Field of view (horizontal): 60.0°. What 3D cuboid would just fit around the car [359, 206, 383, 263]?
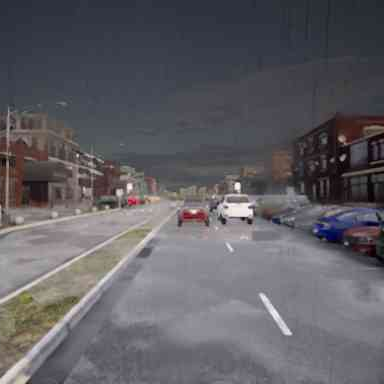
[{"bbox_3d":[7.677,1.202,8.361,5.566,2.045,2.435,0,0,0],"label":"car"}]

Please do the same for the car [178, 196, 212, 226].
[{"bbox_3d":[0.114,1.362,23.638,2.097,1.767,4.553,0,0,0],"label":"car"}]

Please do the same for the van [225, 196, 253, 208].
[{"bbox_3d":[7.811,1.609,55.226,4.442,1.987,1.878,0,-1,0],"label":"van"}]

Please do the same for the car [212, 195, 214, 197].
[{"bbox_3d":[7.690,1.912,82.808,4.553,1.767,2.185,0,0,0],"label":"car"}]

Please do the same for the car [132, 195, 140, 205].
[{"bbox_3d":[-12.870,1.636,60.710,5.566,2.045,2.435,0,-1,0],"label":"car"}]

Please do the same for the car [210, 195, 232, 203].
[{"bbox_3d":[7.755,1.813,88.323,5.566,2.045,2.435,0,0,0],"label":"car"}]

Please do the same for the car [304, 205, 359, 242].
[{"bbox_3d":[7.649,1.453,13.874,5.008,1.535,2.097,0,0,0],"label":"car"}]

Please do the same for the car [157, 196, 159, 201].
[{"bbox_3d":[-12.915,2.085,94.182,5.366,1.575,1.946,0,0,0],"label":"car"}]

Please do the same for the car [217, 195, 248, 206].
[{"bbox_3d":[7.674,1.661,63.502,5.566,2.045,2.435,0,0,0],"label":"car"}]

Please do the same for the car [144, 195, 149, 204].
[{"bbox_3d":[-12.764,1.722,71.945,5.566,2.045,2.435,0,0,0],"label":"car"}]

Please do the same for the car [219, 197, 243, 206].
[{"bbox_3d":[7.736,1.810,66.259,4.553,1.767,2.185,0,0,0],"label":"car"}]

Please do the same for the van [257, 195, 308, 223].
[{"bbox_3d":[7.783,1.292,27.534,4.442,1.987,1.878,0,-1,0],"label":"van"}]

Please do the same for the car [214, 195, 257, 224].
[{"bbox_3d":[3.115,1.235,24.865,2.150,2.045,5.566,0,-1,1],"label":"car"}]

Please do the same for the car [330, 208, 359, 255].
[{"bbox_3d":[7.656,1.451,11.118,5.008,1.535,2.097,0,0,0],"label":"car"}]

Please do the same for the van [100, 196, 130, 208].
[{"bbox_3d":[-12.756,1.608,55.149,4.442,1.987,1.878,0,-1,0],"label":"van"}]

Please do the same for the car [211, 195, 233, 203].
[{"bbox_3d":[7.696,1.800,85.566,5.566,2.045,2.435,0,0,0],"label":"car"}]

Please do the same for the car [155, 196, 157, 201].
[{"bbox_3d":[-12.751,2.056,88.625,5.008,1.535,2.097,0,0,0],"label":"car"}]

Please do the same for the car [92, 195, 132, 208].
[{"bbox_3d":[-12.918,1.552,52.374,5.566,2.045,2.435,0,-1,0],"label":"car"}]

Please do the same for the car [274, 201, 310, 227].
[{"bbox_3d":[7.666,1.470,19.386,4.892,1.521,2.231,0,0,0],"label":"car"}]

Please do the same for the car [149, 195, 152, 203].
[{"bbox_3d":[-12.765,2.019,80.162,5.008,1.535,2.097,0,0,0],"label":"car"}]

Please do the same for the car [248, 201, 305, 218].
[{"bbox_3d":[7.673,1.583,30.409,4.674,1.452,2.002,0,-1,0],"label":"car"}]

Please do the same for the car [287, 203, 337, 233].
[{"bbox_3d":[7.662,1.460,16.630,4.892,1.521,2.231,0,0,0],"label":"car"}]

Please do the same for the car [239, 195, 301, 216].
[{"bbox_3d":[7.644,1.319,33.171,5.566,2.045,2.435,0,-1,0],"label":"car"}]

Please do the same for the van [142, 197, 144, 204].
[{"bbox_3d":[-12.921,1.729,69.046,4.442,1.987,1.878,0,0,0],"label":"van"}]

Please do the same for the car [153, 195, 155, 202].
[{"bbox_3d":[-12.760,2.045,85.721,4.892,1.521,2.231,0,0,0],"label":"car"}]

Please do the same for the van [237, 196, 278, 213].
[{"bbox_3d":[7.561,1.410,38.682,4.442,1.987,1.878,0,-1,0],"label":"van"}]

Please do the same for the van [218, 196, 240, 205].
[{"bbox_3d":[7.591,1.730,69.018,4.442,1.987,1.878,0,0,0],"label":"van"}]

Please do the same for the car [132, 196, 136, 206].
[{"bbox_3d":[-12.829,1.892,58.054,4.792,1.488,2.163,0,-1,0],"label":"car"}]

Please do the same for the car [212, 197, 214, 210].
[{"bbox_3d":[3.133,1.699,41.616,1.837,1.490,4.892,0,-1,0],"label":"car"}]
